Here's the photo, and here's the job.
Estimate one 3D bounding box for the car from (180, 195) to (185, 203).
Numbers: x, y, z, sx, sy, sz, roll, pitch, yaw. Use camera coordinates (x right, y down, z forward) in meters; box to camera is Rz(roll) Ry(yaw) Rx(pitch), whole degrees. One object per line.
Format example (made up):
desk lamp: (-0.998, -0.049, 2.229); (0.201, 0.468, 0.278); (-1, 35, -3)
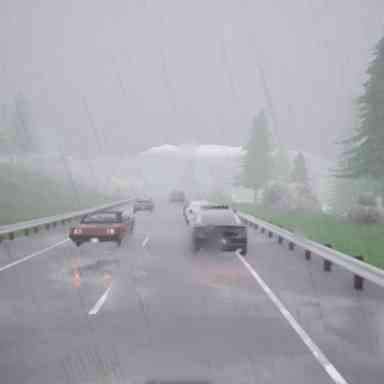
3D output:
car: (0.146, 1.250, 28.957); (1.837, 1.490, 4.892); (0, 1, -3)

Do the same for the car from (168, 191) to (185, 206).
car: (-2.121, 0.812, 46.828); (2.150, 2.045, 5.566); (0, 1, -4)

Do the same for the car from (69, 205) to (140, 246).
car: (-3.673, 1.474, 14.532); (1.895, 1.301, 4.718); (0, 1, -2)

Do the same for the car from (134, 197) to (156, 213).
car: (-4.550, 1.209, 32.255); (2.128, 1.511, 4.902); (0, 1, -4)

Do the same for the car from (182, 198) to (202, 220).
car: (0.475, 1.324, 22.891); (1.812, 1.442, 4.674); (0, 1, -3)

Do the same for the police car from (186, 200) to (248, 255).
police car: (0.855, 1.311, 12.882); (1.930, 1.638, 5.238); (0, 1, -2)
